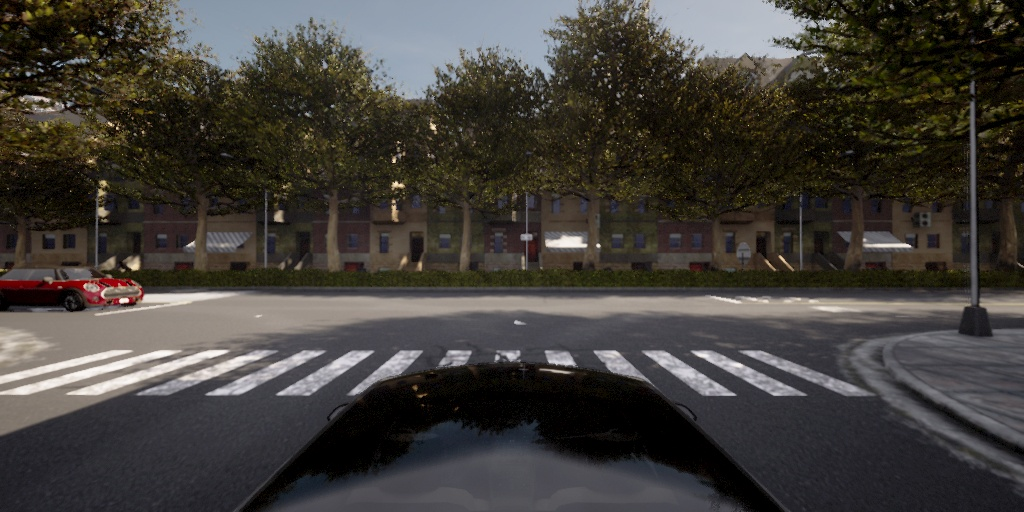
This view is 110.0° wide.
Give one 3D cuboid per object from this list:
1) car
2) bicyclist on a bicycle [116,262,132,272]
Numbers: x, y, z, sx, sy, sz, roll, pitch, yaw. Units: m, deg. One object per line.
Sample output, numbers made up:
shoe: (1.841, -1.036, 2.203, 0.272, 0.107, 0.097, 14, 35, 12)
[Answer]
car: (-17.680, 1.193, 14.329, 4.553, 1.767, 2.097, 0, 0, 1)
bicyclist on a bicycle: (-28.189, 1.223, 25.983, 0.582, 1.620, 1.656, 0, 0, 1)
